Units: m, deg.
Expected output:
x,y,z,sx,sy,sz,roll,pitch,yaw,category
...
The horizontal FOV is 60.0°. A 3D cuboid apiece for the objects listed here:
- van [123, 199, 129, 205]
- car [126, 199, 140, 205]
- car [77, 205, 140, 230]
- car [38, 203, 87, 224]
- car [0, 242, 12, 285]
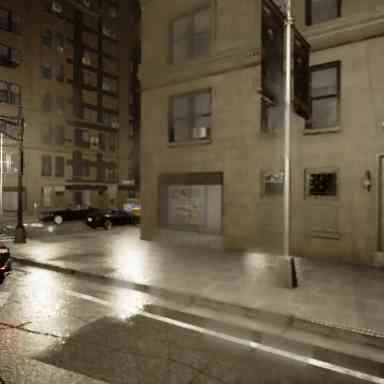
x,y,z,sx,sy,sz,roll,pitch,yaw,category
-5.921,1.629,37.279,1.690,1.788,3.998,0,0,36,van
-4.203,1.785,35.258,1.882,1.535,5.008,1,0,36,car
-5.446,1.849,23.374,1.947,1.339,4.313,0,0,36,car
-9.986,1.707,27.253,1.882,1.535,5.008,1,0,36,car
-6.354,1.536,8.219,4.902,1.511,2.128,0,0,36,car
